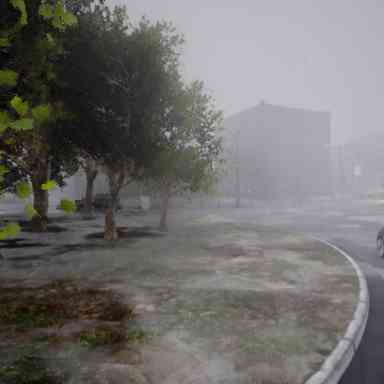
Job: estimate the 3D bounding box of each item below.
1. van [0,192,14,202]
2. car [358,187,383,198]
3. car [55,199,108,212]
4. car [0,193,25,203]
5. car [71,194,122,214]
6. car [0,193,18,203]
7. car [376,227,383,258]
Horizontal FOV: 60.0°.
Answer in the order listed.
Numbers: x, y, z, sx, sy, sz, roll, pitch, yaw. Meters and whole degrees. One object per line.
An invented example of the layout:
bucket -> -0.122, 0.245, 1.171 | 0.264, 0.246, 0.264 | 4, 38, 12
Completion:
van -> -38.795, 1.027, 67.296 | 4.442, 1.987, 1.878 | 0, 1, -41
car -> 27.765, 0.042, 51.248 | 5.366, 1.575, 1.946 | -4, 2, -29
car -> -12.641, 1.535, 38.180 | 5.357, 1.411, 2.033 | 0, 0, 9
car -> -33.306, 1.350, 61.016 | 4.792, 1.488, 2.163 | 0, 0, -41
car -> -10.042, 1.210, 34.401 | 5.566, 2.045, 2.150 | 0, 0, 10
car -> -36.793, 1.154, 65.184 | 4.553, 1.767, 2.185 | 0, 1, -41
car -> 6.840, 1.479, 9.574 | 2.128, 1.511, 4.902 | 0, 0, 15
